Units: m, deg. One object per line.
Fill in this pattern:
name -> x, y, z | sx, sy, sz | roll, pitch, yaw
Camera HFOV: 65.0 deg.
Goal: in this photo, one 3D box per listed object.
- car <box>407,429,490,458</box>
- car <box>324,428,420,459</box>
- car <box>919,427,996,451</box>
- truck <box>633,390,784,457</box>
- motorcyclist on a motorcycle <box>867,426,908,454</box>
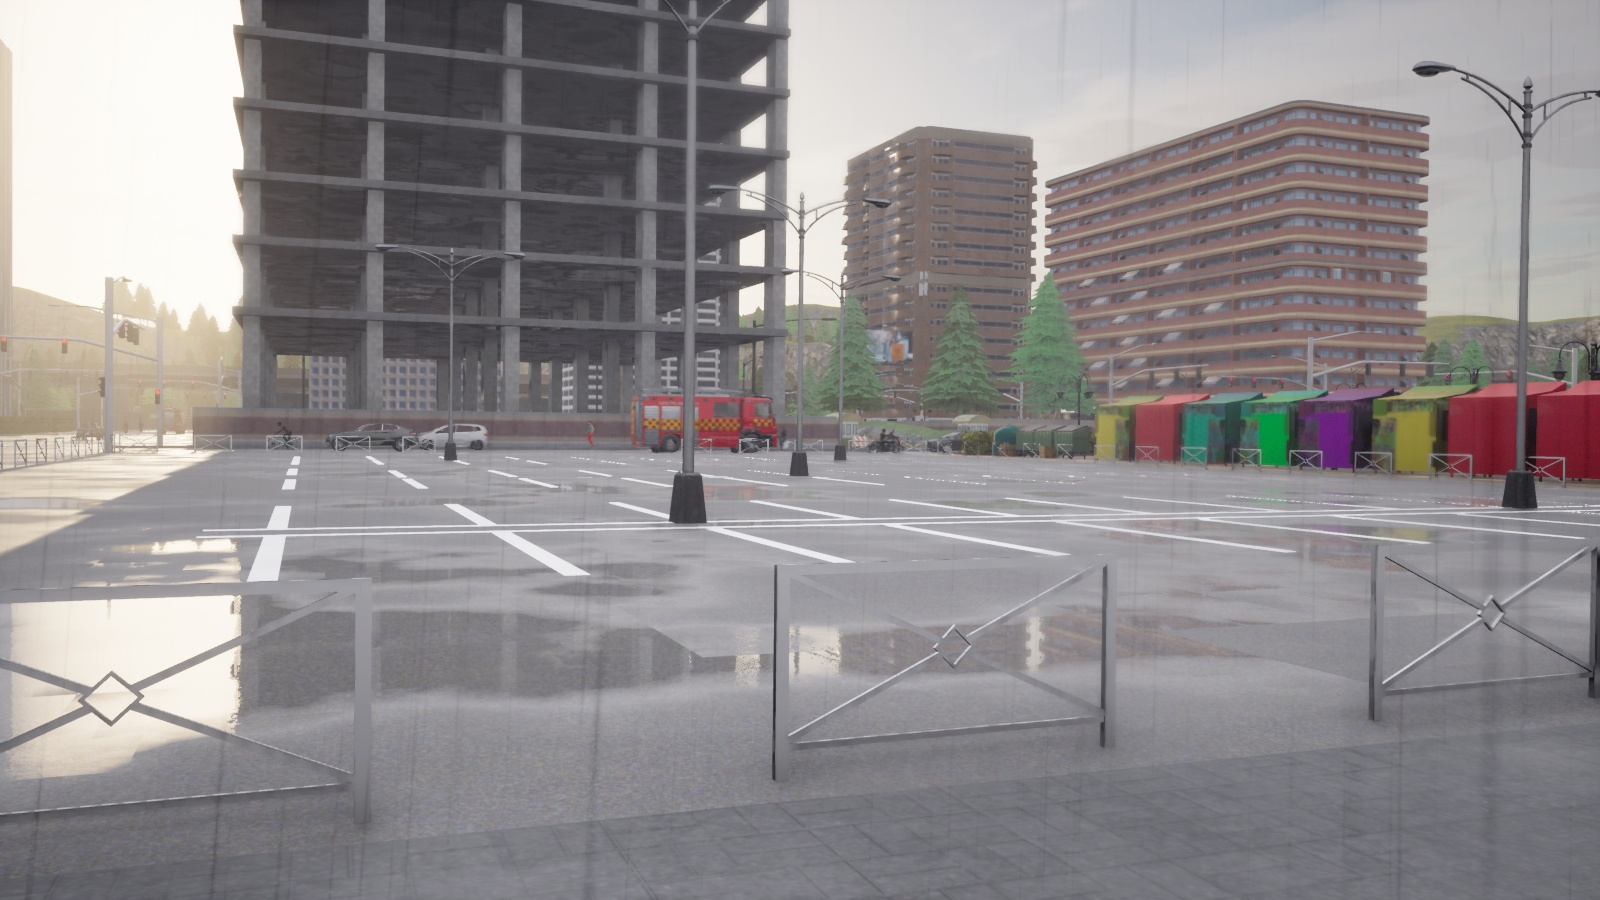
car -> -21.276, -0.421, 76.072 | 4.611, 1.667, 2.242 | -1, 1, -22
car -> -24.227, -0.374, 71.120 | 5.027, 1.651, 2.152 | -1, 1, -22
car -> 10.674, -0.752, 85.074 | 4.892, 1.490, 1.837 | -1, 1, -22
truck -> -5.435, -1.581, 74.853 | 8.468, 3.827, 2.891 | -1, 1, -22
motorcyclist on a motorcycle -> 5.278, -0.590, 75.379 | 2.350, 1.649, 0.766 | -1, 1, -22
